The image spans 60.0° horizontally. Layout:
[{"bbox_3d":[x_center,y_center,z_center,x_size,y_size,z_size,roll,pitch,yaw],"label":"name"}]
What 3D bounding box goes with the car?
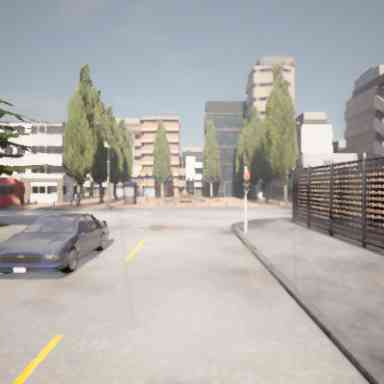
[{"bbox_3d":[-3.999,1.386,10.368,2.033,1.411,5.357,0,1,0],"label":"car"}]
